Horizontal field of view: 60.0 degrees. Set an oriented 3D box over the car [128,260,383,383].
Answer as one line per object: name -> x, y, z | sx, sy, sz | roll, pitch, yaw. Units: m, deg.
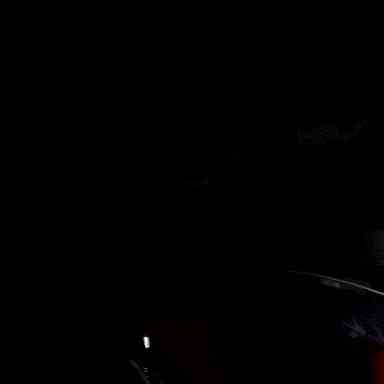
car -> 1.722, 1.615, 3.954 | 4.718, 1.301, 1.895 | 0, 0, -34
